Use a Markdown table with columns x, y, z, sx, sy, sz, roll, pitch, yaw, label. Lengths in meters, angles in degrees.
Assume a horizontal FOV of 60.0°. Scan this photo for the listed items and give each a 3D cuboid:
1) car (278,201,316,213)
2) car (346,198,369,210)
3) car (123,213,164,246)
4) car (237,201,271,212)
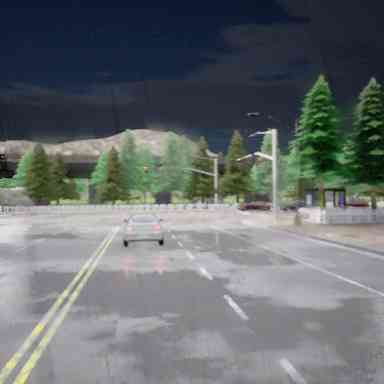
| x | y | z | sx | sy | sz | roll | pitch | yaw | label |
| --- | --- | --- | --- | --- | --- | --- | --- | --- | --- |
| 13.514 | 1.883 | 42.947 | 4.892 | 1.490 | 1.837 | 0 | -1 | -9 | car |
| 22.832 | 1.711 | 47.865 | 4.553 | 1.767 | 2.097 | 0 | -1 | -7 | car |
| -2.411 | 1.762 | 16.514 | 1.812 | 1.442 | 4.674 | 0 | -1 | -9 | car |
| 8.531 | 1.984 | 45.722 | 4.674 | 1.442 | 1.812 | 0 | -1 | -9 | car |
